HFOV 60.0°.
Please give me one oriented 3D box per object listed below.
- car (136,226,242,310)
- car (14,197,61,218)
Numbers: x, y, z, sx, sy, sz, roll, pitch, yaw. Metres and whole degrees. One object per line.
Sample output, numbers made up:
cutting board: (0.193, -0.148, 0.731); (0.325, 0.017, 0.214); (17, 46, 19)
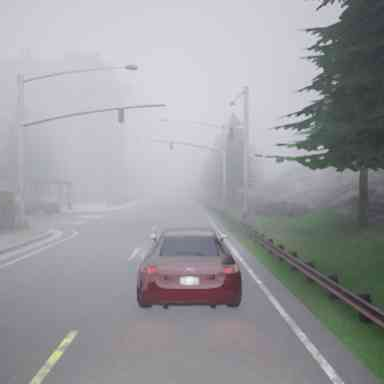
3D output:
car: (-0.075, 1.473, 7.721); (1.994, 1.385, 4.181); (0, 1, -1)
car: (-12.751, 1.162, 25.621); (5.008, 1.535, 1.882); (0, 0, -3)
